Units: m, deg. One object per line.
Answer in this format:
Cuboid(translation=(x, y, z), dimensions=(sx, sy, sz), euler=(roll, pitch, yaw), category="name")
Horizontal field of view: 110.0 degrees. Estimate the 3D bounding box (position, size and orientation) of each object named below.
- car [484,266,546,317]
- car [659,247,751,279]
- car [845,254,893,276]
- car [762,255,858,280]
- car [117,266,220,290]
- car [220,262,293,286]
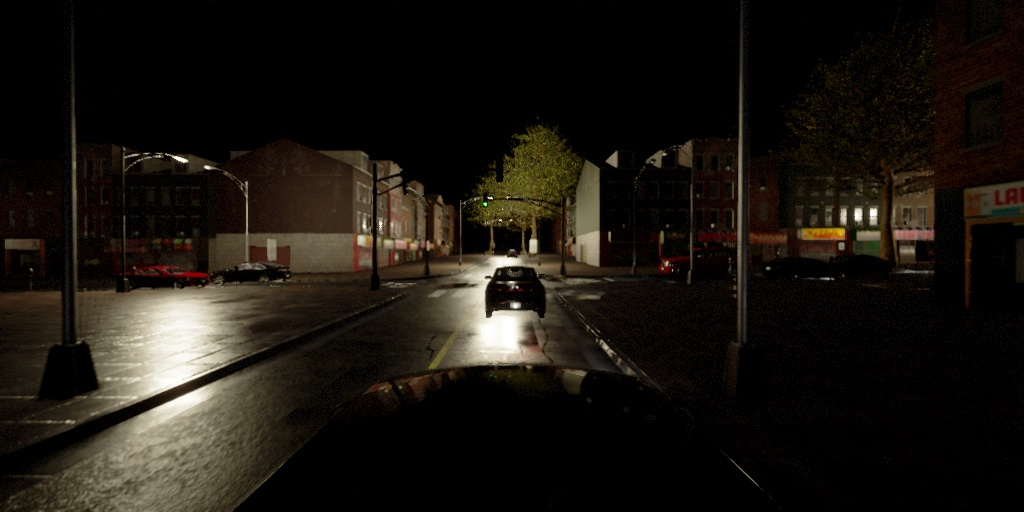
Cuboid(translation=(0.101, 1.081, 12.361), dimensions=(1.837, 1.490, 4.892), euler=(0, 1, 0), category="car")
Cuboid(translation=(12.796, 0.444, 23.925), dimensions=(5.566, 2.045, 2.150), euler=(-1, 0, 0), category="car")
Cuboid(translation=(22.605, 0.607, 23.952), dimensions=(4.674, 1.442, 1.812), euler=(-1, 0, 0), category="car")
Cuboid(translation=(17.222, 0.739, 21.206), dimensions=(4.313, 1.339, 1.948), euler=(0, 0, 0), category="car")
Cuboid(translation=(-20.360, 1.277, 21.090), dimensions=(4.507, 1.381, 1.888), euler=(0, 0, 0), category="car")
Cuboid(translation=(-17.316, 1.162, 23.828), dimensions=(4.902, 1.511, 2.128), euler=(-1, 0, 0), category="car")
